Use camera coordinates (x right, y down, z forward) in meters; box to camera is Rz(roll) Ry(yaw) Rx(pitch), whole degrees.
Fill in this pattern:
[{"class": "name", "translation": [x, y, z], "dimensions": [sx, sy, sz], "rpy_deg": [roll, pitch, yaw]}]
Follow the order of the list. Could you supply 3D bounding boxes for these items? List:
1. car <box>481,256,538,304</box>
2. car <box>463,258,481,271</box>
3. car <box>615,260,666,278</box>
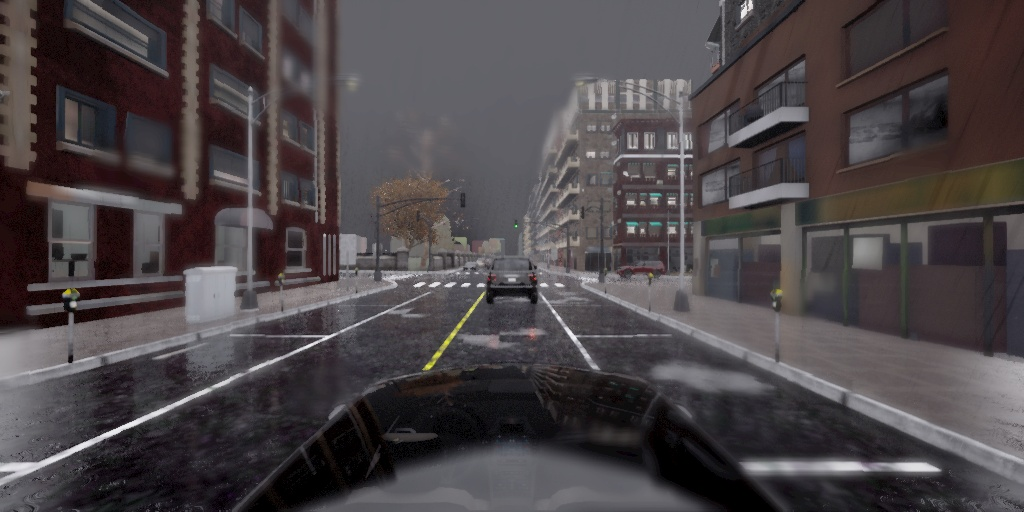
[{"class": "car", "translation": [0.000, 1.011, 16.531], "dimensions": [2.150, 2.045, 5.566], "rpy_deg": [0, 0, 0]}, {"class": "car", "translation": [-5.689, 1.350, 49.879], "dimensions": [1.948, 1.339, 4.313], "rpy_deg": [0, 0, 0]}, {"class": "car", "translation": [13.450, 1.367, 37.538], "dimensions": [5.009, 1.841, 2.192], "rpy_deg": [0, 0, -1]}]
